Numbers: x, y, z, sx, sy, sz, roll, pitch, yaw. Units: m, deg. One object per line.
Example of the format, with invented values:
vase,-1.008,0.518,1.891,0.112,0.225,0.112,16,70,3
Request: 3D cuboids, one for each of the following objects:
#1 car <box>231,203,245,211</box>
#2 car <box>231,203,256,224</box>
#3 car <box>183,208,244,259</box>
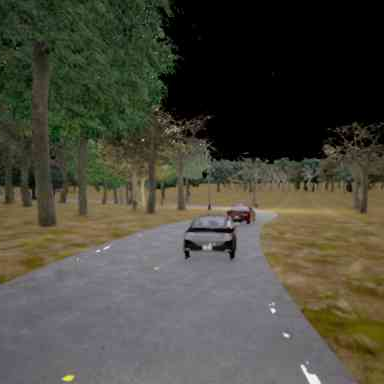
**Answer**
car,8.869,2.864,64.261,2.033,1.411,5.357,0,-2,2
car,4.255,1.848,28.300,1.882,1.535,5.008,0,-1,18
car,0.859,1.624,13.192,2.128,1.511,4.902,0,0,9
